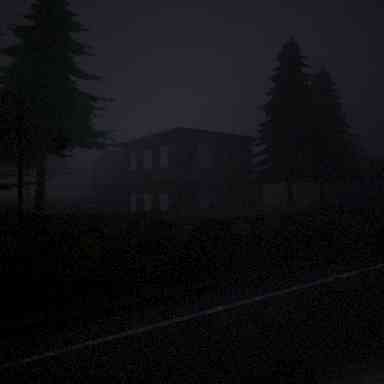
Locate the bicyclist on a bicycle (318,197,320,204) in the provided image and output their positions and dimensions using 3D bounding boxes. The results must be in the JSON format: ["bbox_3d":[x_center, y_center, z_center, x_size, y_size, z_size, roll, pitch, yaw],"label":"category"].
[{"bbox_3d":[15.005,1.420,38.678,1.656,1.620,0.582,0,0,-29],"label":"bicyclist on a bicycle"}]
